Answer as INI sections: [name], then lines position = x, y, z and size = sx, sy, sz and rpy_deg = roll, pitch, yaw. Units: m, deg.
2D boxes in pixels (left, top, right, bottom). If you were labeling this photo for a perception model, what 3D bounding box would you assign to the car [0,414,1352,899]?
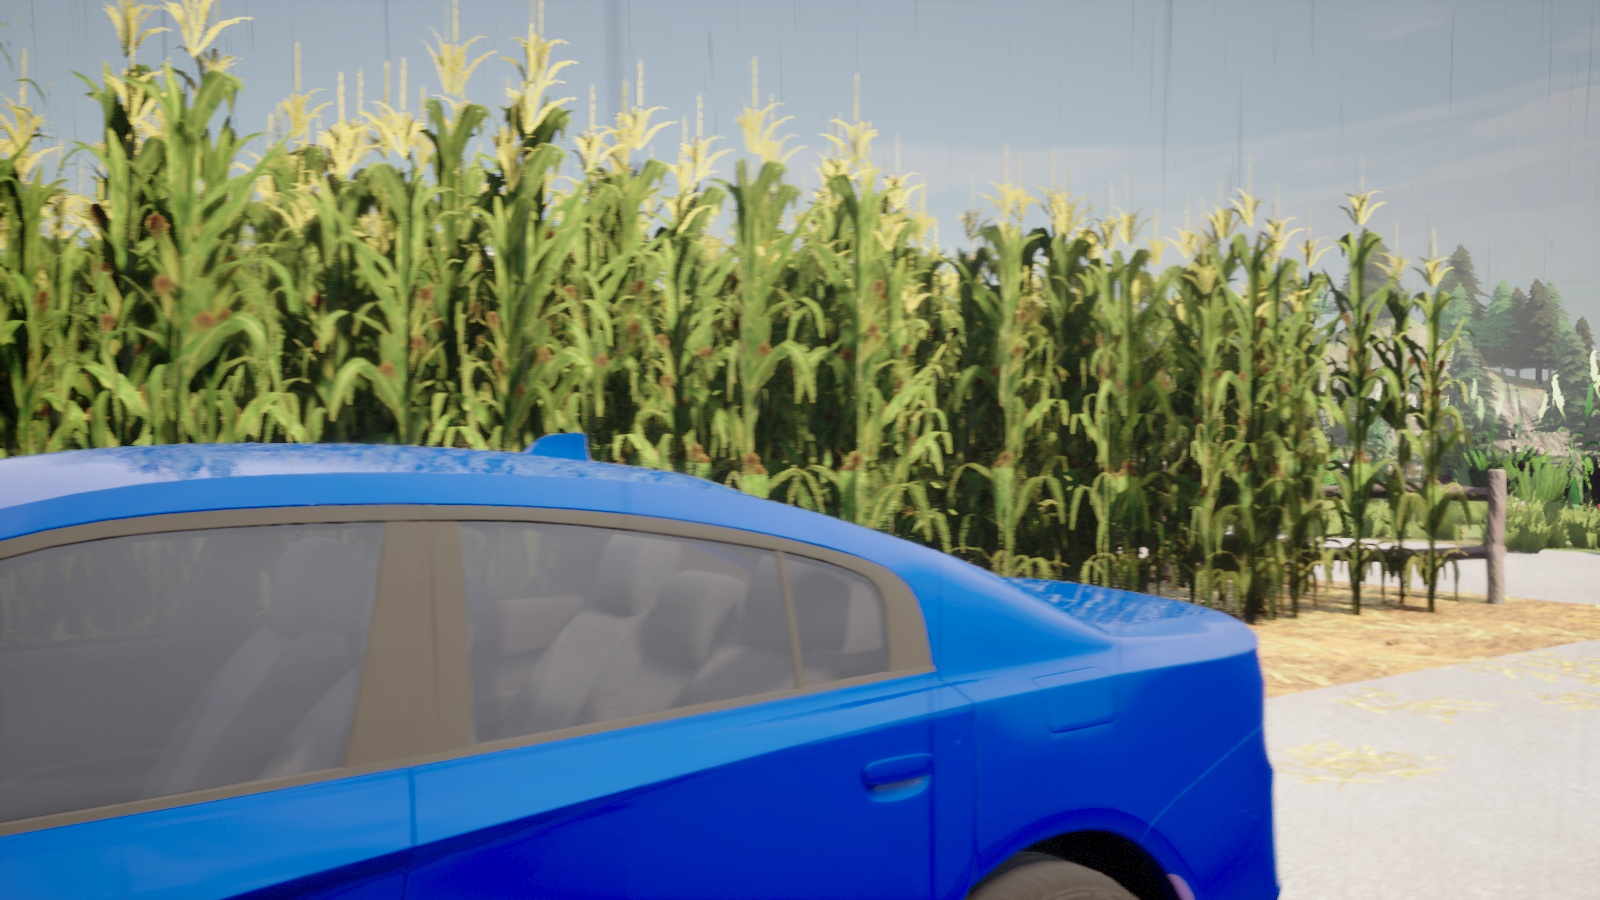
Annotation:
[car]
position = -1.343, 0.731, 2.215
size = 5.008, 1.535, 1.882
rpy_deg = 0, 0, -34
